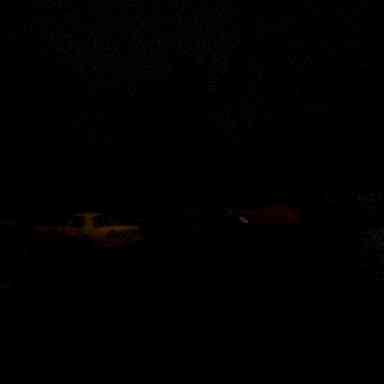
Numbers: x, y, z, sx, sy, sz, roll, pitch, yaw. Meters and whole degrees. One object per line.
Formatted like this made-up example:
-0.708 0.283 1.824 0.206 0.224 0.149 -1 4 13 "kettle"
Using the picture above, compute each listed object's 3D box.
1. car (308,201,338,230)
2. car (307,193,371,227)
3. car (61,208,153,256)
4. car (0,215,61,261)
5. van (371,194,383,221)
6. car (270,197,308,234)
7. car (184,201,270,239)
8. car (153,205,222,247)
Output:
6.153 1.446 20.514 4.674 1.452 2.002 -1 -1 34 "car"
8.537 1.138 22.269 5.566 2.045 2.435 -1 0 34 "car"
-4.334 1.481 13.160 5.366 1.575 1.946 -1 0 34 "car"
-6.927 1.502 11.072 4.892 1.521 2.231 -1 0 34 "car"
11.073 1.144 23.934 4.442 1.987 1.878 -1 -1 34 "van"
3.761 1.298 18.748 4.553 1.767 2.185 -1 0 34 "car"
1.300 1.316 17.048 4.553 1.767 2.185 -1 -1 34 "car"
-1.400 1.490 15.032 4.792 1.488 2.163 -1 -1 34 "car"
